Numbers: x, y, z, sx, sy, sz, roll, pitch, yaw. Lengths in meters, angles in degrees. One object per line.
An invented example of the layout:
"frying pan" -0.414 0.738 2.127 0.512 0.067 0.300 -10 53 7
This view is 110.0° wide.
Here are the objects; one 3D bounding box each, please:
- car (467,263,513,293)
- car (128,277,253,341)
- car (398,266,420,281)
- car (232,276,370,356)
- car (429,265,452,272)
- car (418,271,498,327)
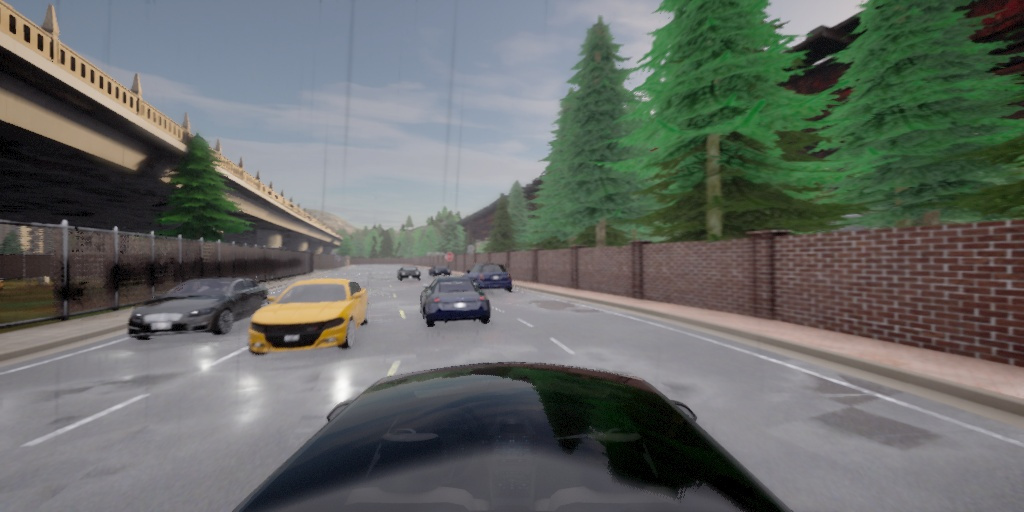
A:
"car" -1.585 1.232 21.773 2.097 1.767 4.553 -1 0 -19
"car" -8.981 1.405 10.798 2.128 1.511 4.902 -1 0 -17
"car" -10.030 1.660 34.791 1.895 1.301 4.718 -1 0 -20
"car" -4.915 1.332 9.326 1.882 1.535 5.008 0 0 -16
"car" -7.925 1.657 39.195 1.895 1.301 4.718 -1 0 -20
"car" -2.031 1.397 12.183 1.994 1.385 4.181 -1 0 -16
